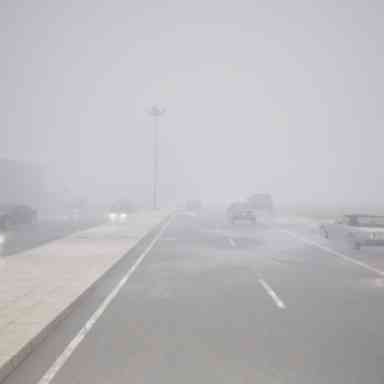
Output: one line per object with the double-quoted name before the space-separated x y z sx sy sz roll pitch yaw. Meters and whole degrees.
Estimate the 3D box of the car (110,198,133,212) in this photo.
"car" -7.965 1.473 38.025 2.128 1.511 4.902 0 0 1

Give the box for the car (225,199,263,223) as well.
"car" 3.656 1.538 25.487 2.033 1.411 5.357 0 0 0

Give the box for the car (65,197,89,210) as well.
"car" -14.903 1.418 43.206 1.812 1.442 4.674 0 0 0

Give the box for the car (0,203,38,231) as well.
"car" -11.553 1.464 20.868 1.882 1.535 5.008 0 0 0

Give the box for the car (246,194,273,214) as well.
"car" 7.181 1.209 35.903 2.150 2.045 5.566 0 0 0

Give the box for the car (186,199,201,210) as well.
"car" 0.194 1.583 42.081 1.895 1.301 4.718 0 0 0

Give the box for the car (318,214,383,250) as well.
"car" 7.131 1.598 14.272 1.895 1.301 4.718 0 0 0
